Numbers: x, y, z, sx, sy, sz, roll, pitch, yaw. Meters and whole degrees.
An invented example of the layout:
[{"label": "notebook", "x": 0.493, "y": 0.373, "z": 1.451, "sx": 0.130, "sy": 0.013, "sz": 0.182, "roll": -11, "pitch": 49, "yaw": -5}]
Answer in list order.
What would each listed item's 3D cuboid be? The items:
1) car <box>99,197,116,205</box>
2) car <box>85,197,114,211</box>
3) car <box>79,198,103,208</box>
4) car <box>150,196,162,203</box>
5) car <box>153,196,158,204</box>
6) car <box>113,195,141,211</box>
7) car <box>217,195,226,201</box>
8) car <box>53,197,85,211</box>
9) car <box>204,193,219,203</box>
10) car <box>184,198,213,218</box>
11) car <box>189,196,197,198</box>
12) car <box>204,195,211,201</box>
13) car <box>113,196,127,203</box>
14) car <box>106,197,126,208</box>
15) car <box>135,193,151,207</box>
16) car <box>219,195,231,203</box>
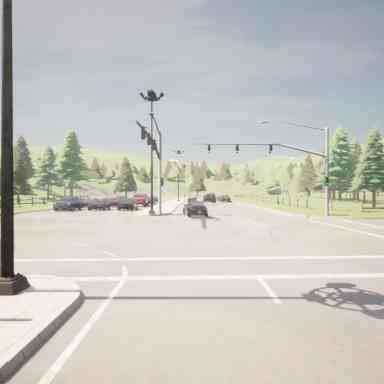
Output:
[{"label": "car", "x": -14.989, "y": 1.595, "z": 59.043, "sx": 1.994, "sy": 1.385, "sz": 4.181, "roll": 0, "pitch": 0, "yaw": 0}, {"label": "car", "x": -11.537, "y": 1.585, "z": 41.598, "sx": 1.994, "sy": 1.385, "sz": 4.181, "roll": 0, "pitch": 0, "yaw": 0}, {"label": "car", "x": -15.022, "y": 1.573, "z": 49.805, "sx": 2.033, "sy": 1.411, "sz": 5.357, "roll": 0, "pitch": 0, "yaw": 0}, {"label": "car", "x": -7.863, "y": 1.564, "z": 72.656, "sx": 2.033, "sy": 1.411, "sz": 5.357, "roll": 0, "pitch": 0, "yaw": 0}, {"label": "car", "x": -7.967, "y": 1.580, "z": 61.988, "sx": 2.033, "sy": 1.411, "sz": 5.357, "roll": 0, "pitch": 0, "yaw": 0}, {"label": "car", "x": -8.033, "y": 1.499, "z": 41.714, "sx": 1.882, "sy": 1.535, "sz": 5.008, "roll": 0, "pitch": 0, "yaw": 0}, {"label": "car", "x": 7.384, "y": 1.584, "z": 84.293, "sx": 2.033, "sy": 1.411, "sz": 5.357, "roll": 0, "pitch": 0, "yaw": 2}, {"label": "car", "x": -15.040, "y": 1.373, "z": 40.346, "sx": 2.097, "sy": 1.767, "sz": 4.553, "roll": 0, "pitch": 0, "yaw": 0}, {"label": "car", "x": 3.711, "y": 1.258, "z": 67.985, "sx": 2.150, "sy": 2.045, "sz": 5.566, "roll": 0, "pitch": 0, "yaw": 0}, {"label": "car", "x": 0.345, "y": 1.542, "z": 30.542, "sx": 1.812, "sy": 1.442, "sz": 4.674, "roll": 0, "pitch": 0, "yaw": -7}, {"label": "car", "x": 0.209, "y": 1.527, "z": 67.558, "sx": 2.128, "sy": 1.511, "sz": 4.902, "roll": 0, "pitch": 0, "yaw": 0}, {"label": "car", "x": 3.878, "y": 1.544, "z": 84.087, "sx": 1.837, "sy": 1.490, "sz": 4.892, "roll": 0, "pitch": 0, "yaw": 2}, {"label": "car", "x": -14.892, "y": 1.536, "z": 69.154, "sx": 1.837, "sy": 1.490, "sz": 4.892, "roll": 0, "pitch": 0, "yaw": 0}, {"label": "car", "x": -11.518, "y": 1.504, "z": 50.576, "sx": 1.882, "sy": 1.535, "sz": 5.008, "roll": 0, "pitch": 0, "yaw": 0}, {"label": "car", "x": -8.018, "y": 1.248, "z": 51.648, "sx": 2.150, "sy": 2.045, "sz": 5.566, "roll": 0, "pitch": 0, "yaw": 0}, {"label": "car", "x": 7.141, "y": 1.392, "z": 71.599, "sx": 2.097, "sy": 1.767, "sz": 4.553, "roll": 0, "pitch": 0, "yaw": 1}]
